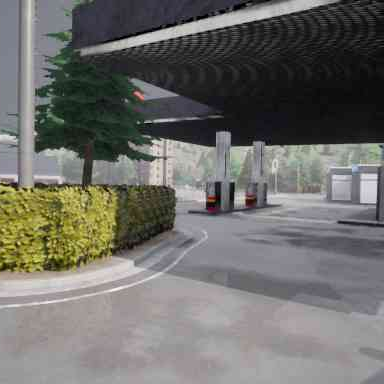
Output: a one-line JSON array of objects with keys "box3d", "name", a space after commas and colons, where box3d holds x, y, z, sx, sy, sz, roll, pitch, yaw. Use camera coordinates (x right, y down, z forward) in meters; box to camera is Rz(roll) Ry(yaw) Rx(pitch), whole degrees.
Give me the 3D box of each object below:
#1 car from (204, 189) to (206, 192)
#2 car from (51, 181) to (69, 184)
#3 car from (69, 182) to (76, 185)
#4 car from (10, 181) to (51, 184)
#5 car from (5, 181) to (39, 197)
[{"box3d": [4.889, -0.326, 65.595, 5.027, 1.636, 2.152, 2, 2, 35], "name": "car"}, {"box3d": [-26.774, -1.255, 65.447, 3.866, 1.878, 1.905, 2, 2, 35], "name": "car"}, {"box3d": [-25.437, -1.281, 68.059, 4.605, 1.855, 1.932, 2, 2, 35], "name": "car"}, {"box3d": [-17.226, -0.176, 35.203, 3.866, 1.878, 1.905, 2, 2, 35], "name": "car"}, {"box3d": [-21.759, -0.462, 42.420, 4.605, 1.855, 1.932, 2, 2, 35], "name": "car"}]
